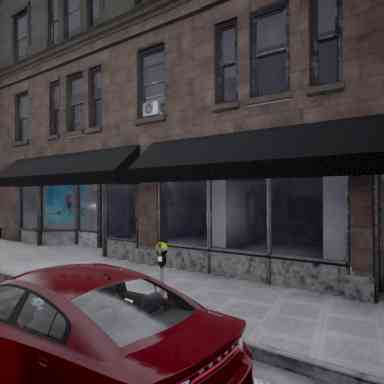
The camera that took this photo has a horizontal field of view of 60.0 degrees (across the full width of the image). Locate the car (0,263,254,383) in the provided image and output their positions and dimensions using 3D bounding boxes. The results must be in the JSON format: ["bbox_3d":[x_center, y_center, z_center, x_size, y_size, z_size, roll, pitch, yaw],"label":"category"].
[{"bbox_3d":[-1.519,1.545,3.932,4.507,1.381,1.887,0,0,35],"label":"car"}]
